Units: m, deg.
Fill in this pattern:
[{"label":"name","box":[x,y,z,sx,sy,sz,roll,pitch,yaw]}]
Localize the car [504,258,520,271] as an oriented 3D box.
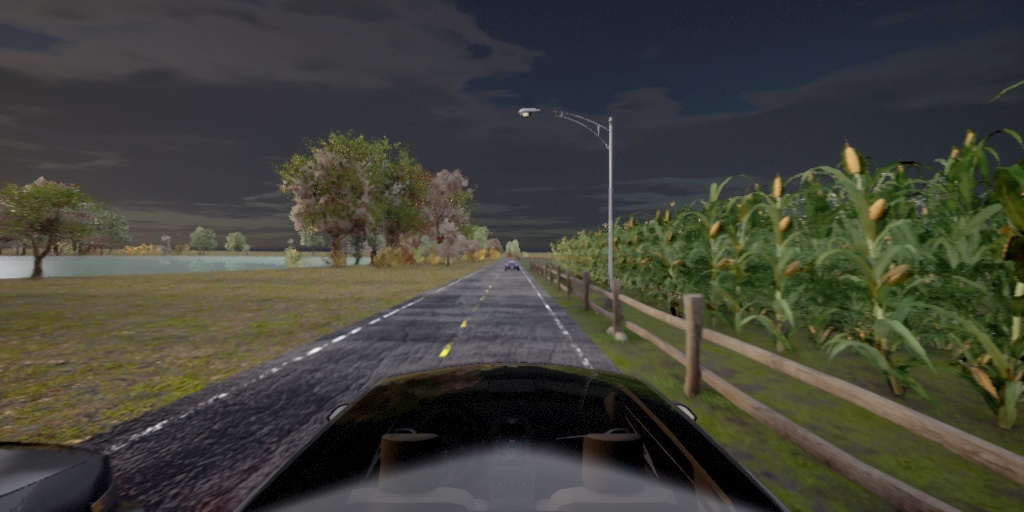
[{"label":"car","box":[-0.013,1.146,45.473,1.812,1.442,4.674,0,0,0]}]
